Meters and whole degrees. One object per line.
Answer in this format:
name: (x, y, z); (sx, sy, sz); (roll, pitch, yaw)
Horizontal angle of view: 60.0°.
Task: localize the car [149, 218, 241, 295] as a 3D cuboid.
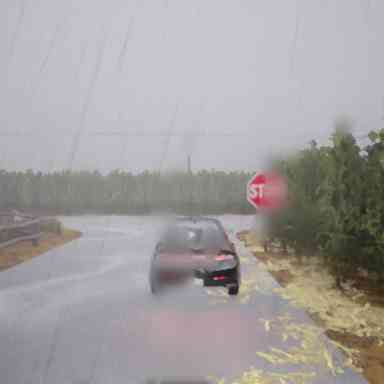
car: (0.074, 1.409, 8.459); (2.128, 1.511, 4.902); (0, 1, 0)
